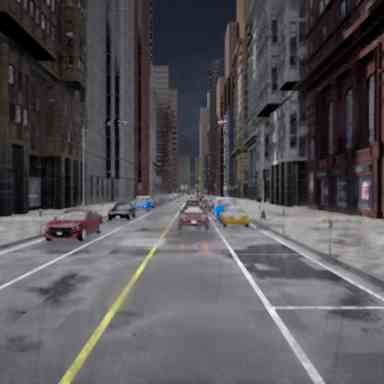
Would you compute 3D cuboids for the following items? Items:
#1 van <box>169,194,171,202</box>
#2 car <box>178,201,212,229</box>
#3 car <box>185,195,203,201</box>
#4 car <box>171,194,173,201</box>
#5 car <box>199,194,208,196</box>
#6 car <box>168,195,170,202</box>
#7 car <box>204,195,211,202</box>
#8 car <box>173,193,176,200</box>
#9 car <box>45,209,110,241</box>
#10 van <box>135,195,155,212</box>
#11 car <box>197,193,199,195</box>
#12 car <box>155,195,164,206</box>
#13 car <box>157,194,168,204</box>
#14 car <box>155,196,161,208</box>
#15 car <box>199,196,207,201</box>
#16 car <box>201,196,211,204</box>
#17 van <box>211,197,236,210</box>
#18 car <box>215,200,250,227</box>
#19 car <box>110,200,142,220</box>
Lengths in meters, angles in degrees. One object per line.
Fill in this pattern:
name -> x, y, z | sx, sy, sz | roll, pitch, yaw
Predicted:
van -> -5.736, 1.377, 67.398 | 1.690, 1.788, 3.998 | 0, 0, 0
car -> 0.110, 1.532, 21.302 | 1.812, 1.442, 4.674 | 0, 0, 0
car -> 0.120, 1.527, 45.506 | 1.837, 1.490, 4.892 | 0, 0, 0
car -> -5.733, 1.480, 73.034 | 1.967, 1.590, 4.097 | 0, 0, 0
car -> 2.787, 1.472, 61.766 | 1.967, 1.590, 4.097 | 0, 0, 0
car -> -5.738, 1.577, 61.761 | 1.887, 1.381, 4.507 | 0, 0, 0
car -> 2.777, 1.458, 39.222 | 1.967, 1.590, 4.097 | 0, 0, 0
car -> -5.729, 1.488, 84.308 | 1.967, 1.590, 4.097 | 0, 0, 0
car -> -5.757, 1.550, 16.667 | 1.887, 1.381, 4.507 | 0, 0, 0
van -> -5.748, 1.359, 39.214 | 1.690, 1.788, 3.998 | 0, 0, 0
car -> 2.791, 1.355, 73.040 | 2.192, 1.841, 5.009 | 0, 0, 0
car -> -5.743, 1.591, 50.487 | 1.947, 1.339, 4.313 | 0, 0, 0
car -> -5.741, 1.344, 56.124 | 2.192, 1.841, 5.009 | 0, 0, 0
car -> -5.745, 1.587, 44.850 | 1.947, 1.339, 4.313 | 0, 0, 0
car -> 2.797, 1.613, 84.312 | 1.947, 1.339, 4.313 | 0, 0, 0
car -> 2.790, 1.602, 67.403 | 1.947, 1.339, 4.313 | 0, 0, 0
van -> 2.772, 1.352, 27.949 | 1.690, 1.788, 3.998 | 0, 0, 0
car -> 2.770, 1.533, 22.483 | 1.752, 1.417, 4.829 | 0, 0, 0
car -> -5.752, 1.577, 27.940 | 1.947, 1.339, 4.313 | 0, 0, 0
